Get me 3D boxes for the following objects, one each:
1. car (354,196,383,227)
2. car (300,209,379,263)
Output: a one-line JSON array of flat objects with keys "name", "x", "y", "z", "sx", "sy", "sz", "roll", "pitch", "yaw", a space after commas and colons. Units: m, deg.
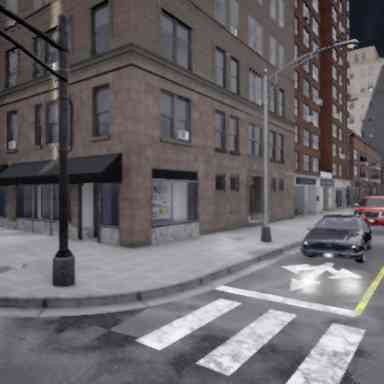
[{"name": "car", "x": 11.656, "y": 1.271, "z": 20.853, "sx": 2.150, "sy": 2.045, "sz": 5.566, "roll": 0, "pitch": 0, "yaw": 36}, {"name": "car", "x": 5.633, "y": 1.578, "z": 12.545, "sx": 2.033, "sy": 1.411, "sz": 5.357, "roll": 0, "pitch": 0, "yaw": 32}]
